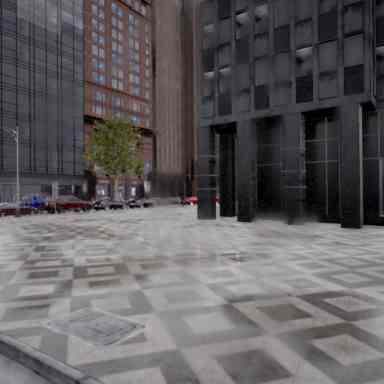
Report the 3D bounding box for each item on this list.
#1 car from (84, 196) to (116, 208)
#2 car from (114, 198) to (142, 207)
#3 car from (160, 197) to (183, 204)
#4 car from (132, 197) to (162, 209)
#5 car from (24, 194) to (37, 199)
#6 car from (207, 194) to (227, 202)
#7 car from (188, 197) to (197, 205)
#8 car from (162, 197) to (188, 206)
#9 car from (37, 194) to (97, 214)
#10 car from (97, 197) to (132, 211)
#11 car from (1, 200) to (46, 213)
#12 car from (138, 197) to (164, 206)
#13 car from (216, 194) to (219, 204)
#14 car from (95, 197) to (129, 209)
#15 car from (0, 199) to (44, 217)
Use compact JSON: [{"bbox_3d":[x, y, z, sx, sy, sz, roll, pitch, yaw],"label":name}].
[{"bbox_3d":[-13.413,1.480,48.583,1.967,1.590,4.097,-1,0,35],"label":"car"},{"bbox_3d":[-10.206,1.609,53.223,1.802,1.307,4.206,-1,0,35],"label":"car"},{"bbox_3d":[-3.796,1.570,62.504,1.947,1.339,4.313,-1,0,35],"label":"car"},{"bbox_3d":[-6.400,1.506,43.734,1.947,1.339,4.313,-1,0,35],"label":"car"},{"bbox_3d":[-15.227,1.226,35.485,2.150,2.045,5.566,-1,0,35],"label":"car"},{"bbox_3d":[5.817,1.292,76.426,2.192,1.841,5.009,-1,0,35],"label":"car"},{"bbox_3d":[0.009,1.459,53.014,1.887,1.381,4.507,-1,0,35],"label":"car"},{"bbox_3d":[-3.456,1.497,52.516,2.033,1.411,5.357,-1,0,35],"label":"car"},{"bbox_3d":[-12.811,1.287,34.457,2.192,1.841,5.009,-1,0,35],"label":"car"},{"bbox_3d":[-9.604,1.521,39.095,1.947,1.339,4.313,-1,0,35],"label":"car"},{"bbox_3d":[-19.821,1.638,39.303,1.947,1.339,4.313,-1,0,35],"label":"car"},{"bbox_3d":[-7.098,1.540,57.723,1.752,1.417,4.829,-1,0,35],"label":"car"},{"bbox_3d":[3.212,1.219,57.655,2.192,1.841,5.009,-1,0,35],"label":"car"},{"bbox_3d":[-11.196,1.534,46.932,1.812,1.442,4.674,-1,0,35],"label":"car"},{"bbox_3d":[-16.013,1.573,29.816,1.802,1.307,4.206,-1,0,35],"label":"car"}]
